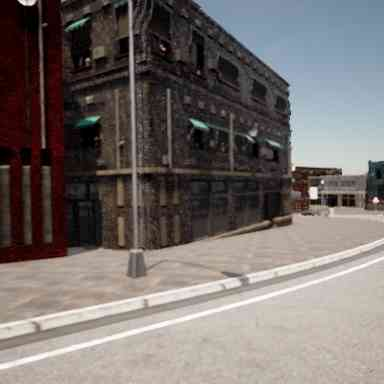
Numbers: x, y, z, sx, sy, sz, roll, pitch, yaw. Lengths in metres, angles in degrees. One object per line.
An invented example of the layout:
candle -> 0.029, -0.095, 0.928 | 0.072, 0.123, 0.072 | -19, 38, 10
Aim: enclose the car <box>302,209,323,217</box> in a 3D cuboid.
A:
car -> 23.339, 4.081, 64.754 | 2.033, 1.411, 5.357 | -2, -4, -10
